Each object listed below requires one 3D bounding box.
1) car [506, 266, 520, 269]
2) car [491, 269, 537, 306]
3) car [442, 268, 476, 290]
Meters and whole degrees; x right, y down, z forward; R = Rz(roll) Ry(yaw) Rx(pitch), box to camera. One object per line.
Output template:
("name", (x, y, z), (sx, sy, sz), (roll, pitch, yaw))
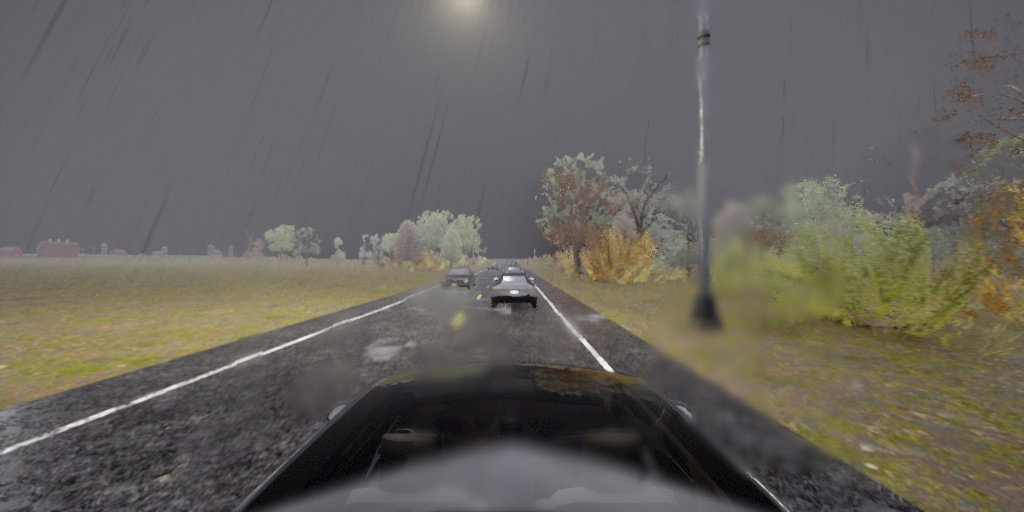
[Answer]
("car", (0.098, 1.658, 35.271), (2.033, 1.411, 5.357), (0, -1, 0))
("car", (0.095, 1.476, 16.711), (1.994, 1.385, 4.181), (0, -1, 0))
("car", (-3.603, 1.553, 25.434), (2.033, 1.411, 5.357), (0, -1, 0))
